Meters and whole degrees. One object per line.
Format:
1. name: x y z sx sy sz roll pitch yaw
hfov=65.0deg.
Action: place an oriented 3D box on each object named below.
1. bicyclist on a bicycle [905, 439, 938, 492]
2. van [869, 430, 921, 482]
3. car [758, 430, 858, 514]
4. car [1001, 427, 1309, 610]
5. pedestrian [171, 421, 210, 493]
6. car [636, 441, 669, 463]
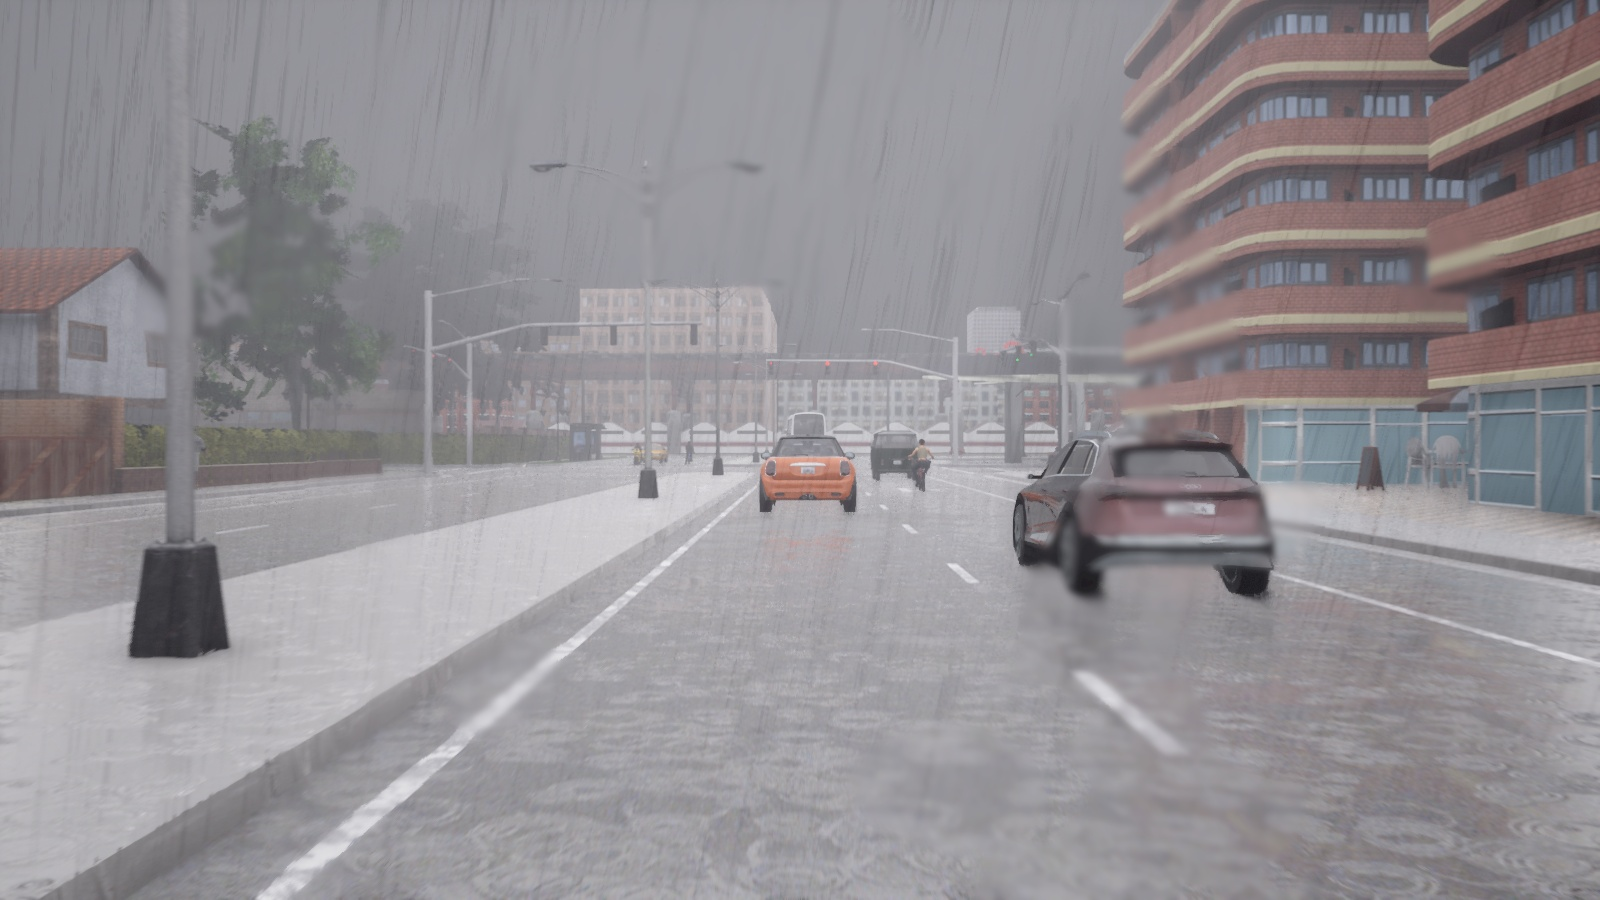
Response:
1. bicyclist on a bicycle: 3.740 0.467 38.688 0.866 1.612 1.509 0 0 0
2. van: 3.804 0.217 50.685 1.775 1.987 4.442 0 0 0
3. car: 0.178 0.443 28.670 2.097 1.767 4.553 0 0 0
4. car: 3.594 0.602 13.771 2.033 1.649 4.856 0 0 0
5. pedestrian: -16.776 0.193 34.581 0.659 1.952 0.873 0 0 -1
6. car: -10.952 0.148 93.806 1.801 1.575 5.366 0 0 0
